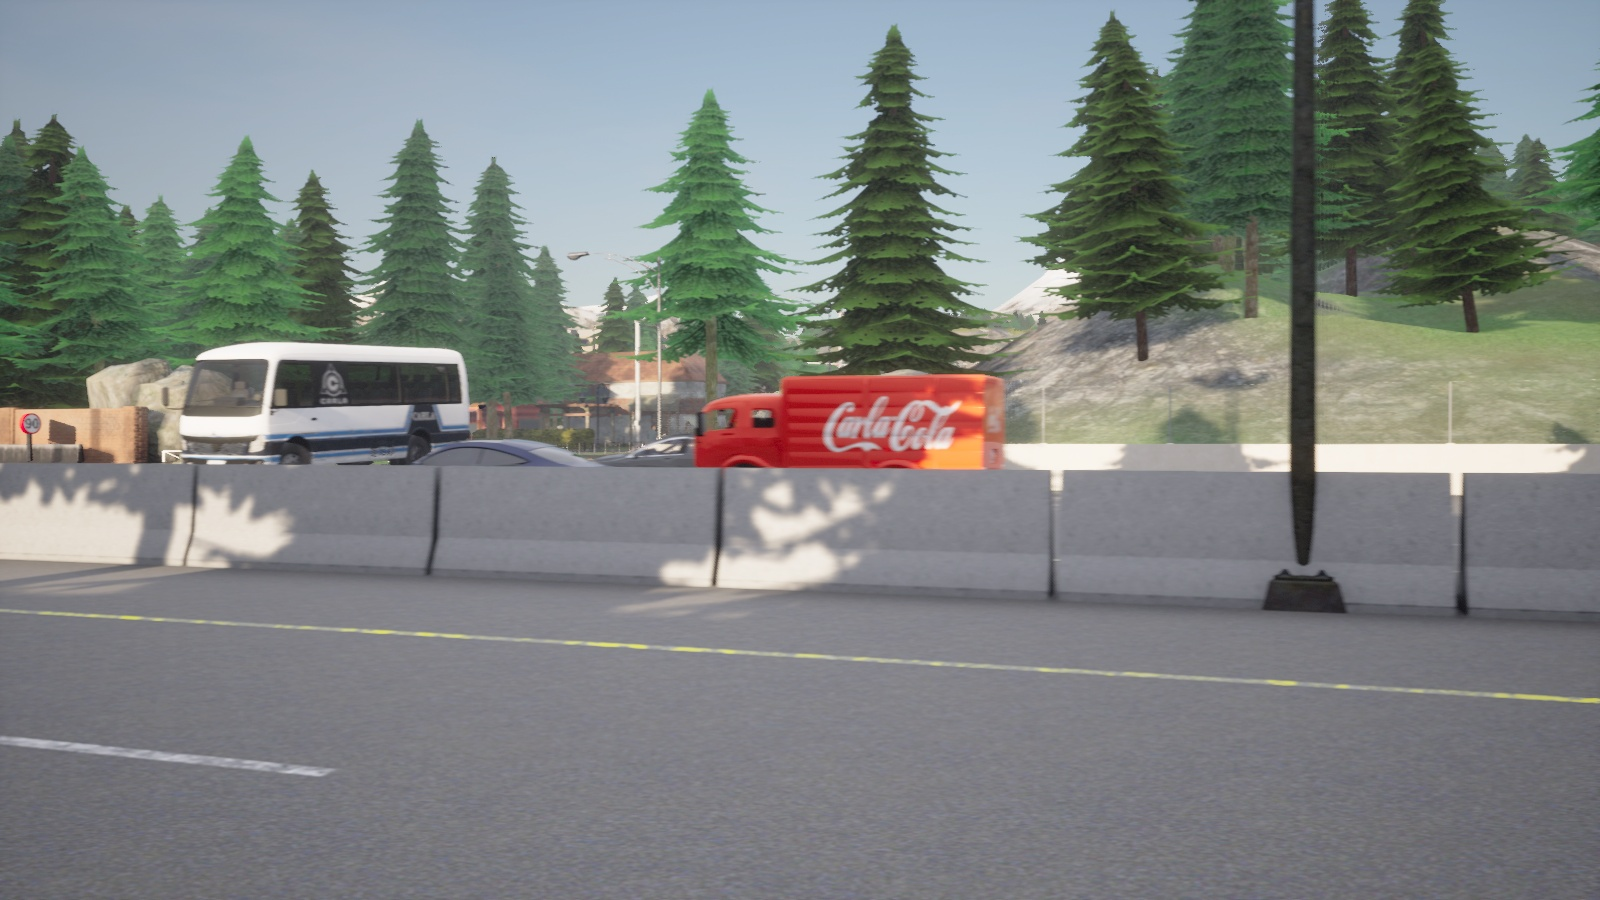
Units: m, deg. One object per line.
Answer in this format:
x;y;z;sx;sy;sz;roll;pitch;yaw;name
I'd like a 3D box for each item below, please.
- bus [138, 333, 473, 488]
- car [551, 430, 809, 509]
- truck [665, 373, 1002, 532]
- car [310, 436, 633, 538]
-15.204;-1.357;40.015;3.944;4.253;10.273;1;3;21;bus
-2.481;0.354;26.182;4.902;1.511;2.128;1;1;19;car
0.622;-0.001;21.439;5.204;2.467;2.627;1;1;19;truck
-5.138;0.518;19.692;4.674;1.442;1.812;1;1;19;car
